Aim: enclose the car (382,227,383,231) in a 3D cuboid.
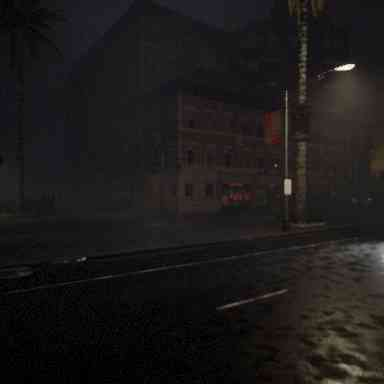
[{"bbox_3d":[11.227,1.565,16.132,4.718,1.301,1.895,0,0,-35],"label":"car"}]
